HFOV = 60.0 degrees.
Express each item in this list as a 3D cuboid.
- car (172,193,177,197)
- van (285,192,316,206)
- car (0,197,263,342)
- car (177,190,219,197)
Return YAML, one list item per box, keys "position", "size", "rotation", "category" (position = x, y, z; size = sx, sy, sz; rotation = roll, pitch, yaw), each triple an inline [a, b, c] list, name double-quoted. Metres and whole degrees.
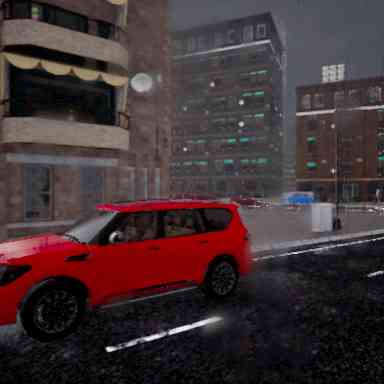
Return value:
- position: [-0.649, 0.567, 51.854]
  size: [5.009, 1.841, 2.192]
  rotation: [1, 0, 23]
  category: "car"
- position: [14.894, 0.917, 45.236]
  size: [3.998, 1.788, 1.690]
  rotation: [1, 0, 23]
  category: "van"
- position: [-1.201, 1.212, 6.821]
  size: [5.566, 2.045, 2.150]
  rotation: [0, 0, -35]
  category: "car"
- position: [1.155, 0.731, 41.979]
  size: [5.009, 1.841, 2.192]
  rotation: [1, 0, 23]
  category: "car"
